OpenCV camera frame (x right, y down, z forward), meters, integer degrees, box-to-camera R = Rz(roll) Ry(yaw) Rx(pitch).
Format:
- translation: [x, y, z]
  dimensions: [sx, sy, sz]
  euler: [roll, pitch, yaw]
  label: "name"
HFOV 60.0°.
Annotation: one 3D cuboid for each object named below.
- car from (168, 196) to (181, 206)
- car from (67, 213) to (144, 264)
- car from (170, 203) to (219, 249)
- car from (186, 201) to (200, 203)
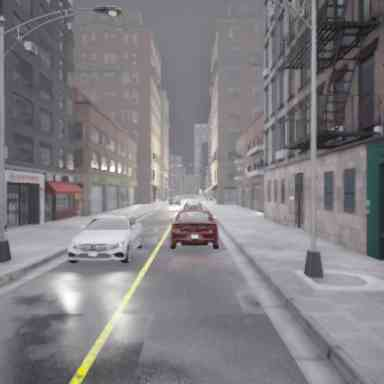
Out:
- translation: [-2.793, 1.482, 54.661]
  dimensions: [2.128, 1.511, 4.902]
  euler: [0, 0, 0]
  label: "car"
- translation: [-2.847, 1.527, 11.908]
  dimensions: [1.812, 1.442, 4.674]
  euler: [0, 0, 0]
  label: "car"
- translation: [0.103, 1.478, 14.668]
  dimensions: [1.882, 1.535, 5.008]
  euler: [0, 0, 0]
  label: "car"
- translation: [0.106, 1.596, 33.527]
  dimensions: [1.895, 1.301, 4.718]
  euler: [0, 0, 0]
  label: "car"
